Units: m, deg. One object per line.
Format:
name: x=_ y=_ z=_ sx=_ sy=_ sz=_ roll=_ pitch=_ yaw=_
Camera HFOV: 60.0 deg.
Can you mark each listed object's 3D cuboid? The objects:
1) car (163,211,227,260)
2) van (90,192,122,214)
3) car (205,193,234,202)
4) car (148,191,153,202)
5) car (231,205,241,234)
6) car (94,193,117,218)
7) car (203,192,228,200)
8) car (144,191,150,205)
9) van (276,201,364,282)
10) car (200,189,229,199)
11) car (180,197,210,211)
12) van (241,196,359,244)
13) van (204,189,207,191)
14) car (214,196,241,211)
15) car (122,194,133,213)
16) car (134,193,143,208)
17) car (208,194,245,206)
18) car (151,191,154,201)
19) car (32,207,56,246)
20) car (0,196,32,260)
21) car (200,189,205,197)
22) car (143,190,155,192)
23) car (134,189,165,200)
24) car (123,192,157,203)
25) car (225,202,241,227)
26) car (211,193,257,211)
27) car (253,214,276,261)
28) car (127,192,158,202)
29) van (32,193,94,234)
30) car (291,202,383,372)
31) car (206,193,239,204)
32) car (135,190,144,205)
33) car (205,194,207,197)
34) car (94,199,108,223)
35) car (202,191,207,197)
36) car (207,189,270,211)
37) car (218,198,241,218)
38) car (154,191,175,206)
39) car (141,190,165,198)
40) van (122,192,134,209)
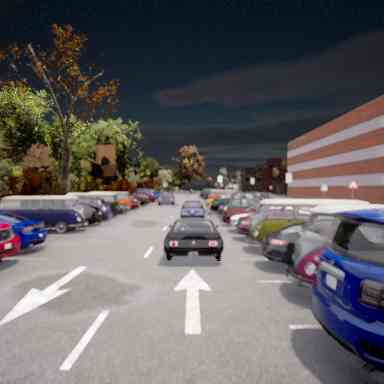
car: x=0.066 y=1.605 z=12.387 sx=1.895 sy=1.301 sz=4.718 roll=0 pitch=0 yaw=1
van: x=-8.258 y=1.050 z=26.791 sx=4.442 sy=1.987 sz=1.878 roll=0 pitch=1 yaw=0
car: x=4.447 y=0.835 z=55.103 sx=4.674 sy=1.452 sz=2.002 roll=0 pitch=1 yaw=0
car: x=-8.135 y=0.990 z=43.610 sx=5.008 sy=1.535 sz=2.097 roll=0 pitch=1 yaw=0
car: x=4.421 y=1.502 z=15.540 sx=4.674 sy=1.452 sz=2.002 roll=0 pitch=1 yaw=0
car: x=-8.112 y=1.200 z=23.846 sx=4.553 sy=1.767 sz=2.185 roll=0 pitch=1 yaw=0
car: x=4.451 y=0.685 z=63.580 sx=4.674 sy=1.452 sz=2.002 roll=0 pitch=1 yaw=0
car: x=-8.127 y=1.038 z=40.787 sx=5.008 sy=1.535 sz=2.097 roll=0 pitch=1 yaw=0
van: x=4.302 y=1.259 z=7.049 sx=4.442 sy=1.987 sz=1.878 roll=0 pitch=0 yaw=0
car: x=4.478 y=0.342 z=66.399 sx=5.566 sy=2.045 sz=2.435 roll=0 pitch=1 yaw=0
car: x=0.056 y=1.367 z=25.377 sx=2.033 sy=1.411 sz=5.357 roll=0 pitch=1 yaw=1
van: x=4.305 y=1.259 z=12.580 sx=4.442 sy=1.987 sz=1.878 roll=0 pitch=0 yaw=0
van: x=4.323 y=0.713 z=46.622 sx=4.442 sy=1.987 sz=1.878 roll=0 pitch=1 yaw=0
car: x=4.427 y=1.315 z=26.850 sx=4.674 sy=1.452 sz=2.002 roll=0 pitch=1 yaw=0
car: x=-8.145 y=1.229 z=29.619 sx=4.892 sy=1.521 sz=2.231 roll=0 pitch=1 yaw=0
car: x=-8.140 y=1.134 z=35.141 sx=5.008 sy=1.535 sz=2.097 roll=0 pitch=1 yaw=0
car: x=4.441 y=1.027 z=43.801 sx=4.674 sy=1.452 sz=2.002 roll=0 pitch=1 yaw=0
car: x=-8.158 y=0.970 z=46.558 sx=4.792 sy=1.488 sz=2.163 roll=0 pitch=1 yaw=0
car: x=-8.148 y=1.485 z=12.545 sx=5.008 sy=1.535 sz=2.097 roll=0 pitch=0 yaw=0
car: x=-8.128 y=1.235 z=9.710 sx=5.566 sy=2.045 sz=2.435 roll=0 pitch=0 yaw=0
car: x=4.452 y=0.696 z=60.752 sx=5.008 sy=1.535 sz=2.097 roll=0 pitch=1 yaw=0
car: x=-8.123 y=0.892 z=49.382 sx=5.008 sy=1.535 sz=2.097 roll=0 pitch=1 yaw=0
car: x=-8.097 y=0.398 z=63.369 sx=5.566 sy=2.045 sz=2.435 roll=0 pitch=1 yaw=0
car: x=-8.121 y=0.844 z=52.205 sx=5.008 sy=1.535 sz=2.097 roll=0 pitch=1 yaw=0
car: x=4.427 y=1.459 z=18.374 sx=4.674 sy=1.452 sz=2.002 roll=0 pitch=1 yaw=0
car: x=4.402 y=1.005 z=35.323 sx=4.553 sy=1.767 sz=2.185 roll=0 pitch=1 yaw=0
car: x=4.418 y=1.527 z=9.875 sx=4.674 sy=1.452 sz=2.002 roll=0 pitch=0 yaw=0
car: x=-8.121 y=0.797 z=55.028 sx=4.892 sy=1.521 sz=2.231 roll=0 pitch=1 yaw=0
van: x=-8.029 y=1.194 z=18.321 sx=4.442 sy=1.987 sz=1.878 roll=0 pitch=1 yaw=0
car: x=4.445 y=1.232 z=4.224 sx=5.566 sy=2.045 sz=2.435 roll=0 pitch=0 yaw=0
car: x=4.470 y=0.921 z=49.452 sx=4.792 sy=1.488 sz=2.163 roll=0 pitch=1 yaw=0
car: x=-8.164 y=0.960 z=37.962 sx=4.553 sy=1.767 sz=2.185 roll=0 pitch=1 yaw=0
car: x=4.247 y=1.176 z=32.500 sx=5.366 sy=1.575 sz=1.946 roll=0 pitch=1 yaw=0
car: x=-8.177 y=1.401 z=21.152 sx=4.792 sy=1.488 sz=2.163 roll=0 pitch=1 yaw=0
car: x=4.251 y=1.032 z=40.976 sx=5.366 sy=1.575 sz=1.946 roll=0 pitch=1 yaw=0
car: x=4.402 y=0.976 z=29.670 sx=5.566 sy=2.045 sz=2.435 roll=0 pitch=1 yaw=0
car: x=4.432 y=1.371 z=21.198 sx=5.008 sy=1.535 sz=2.097 roll=0 pitch=1 yaw=0
car: x=-3.319 y=0.861 z=43.697 sx=2.097 sy=1.767 sz=4.553 roll=0 pitch=1 yaw=0
car: x=-8.059 y=0.409 z=69.151 sx=4.553 sy=1.767 sz=2.185 roll=0 pitch=0 yaw=0
van: x=-8.252 y=0.954 z=32.441 sx=4.442 sy=1.987 sz=1.878 roll=0 pitch=1 yaw=0
